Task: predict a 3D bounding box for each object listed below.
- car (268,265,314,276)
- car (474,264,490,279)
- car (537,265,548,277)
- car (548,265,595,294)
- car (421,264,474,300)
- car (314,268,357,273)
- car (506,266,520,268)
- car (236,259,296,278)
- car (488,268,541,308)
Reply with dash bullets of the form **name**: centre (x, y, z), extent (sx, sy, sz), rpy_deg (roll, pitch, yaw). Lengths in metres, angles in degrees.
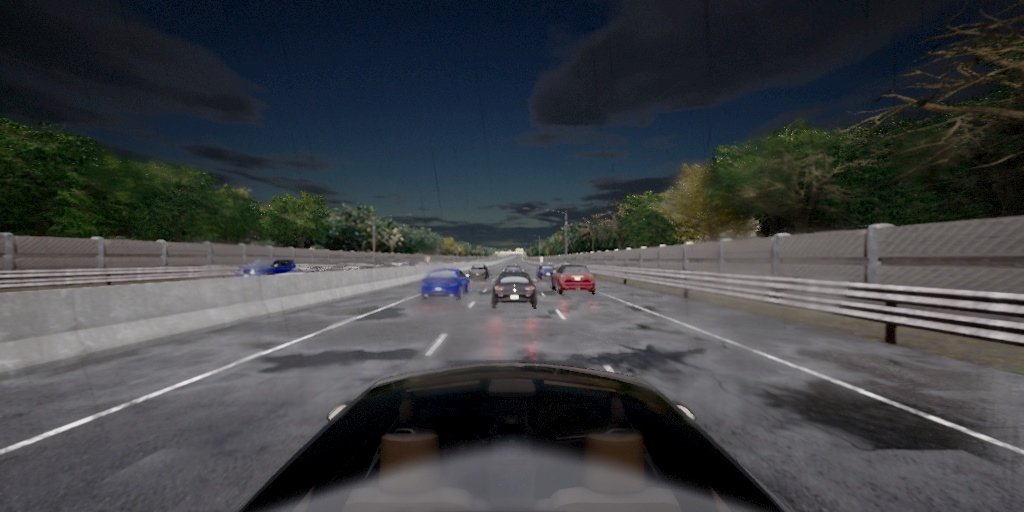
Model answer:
- **car**: centre (-17.574, 1.633, 29.878), extent (1.895, 1.301, 4.718), rpy_deg (0, -1, 0)
- **car**: centre (-3.368, 1.603, 37.355), extent (2.128, 1.511, 4.902), rpy_deg (0, 0, 0)
- **car**: centre (3.634, 1.642, 37.991), extent (1.812, 1.442, 4.674), rpy_deg (0, 0, 0)
- **car**: centre (3.616, 1.304, 21.898), extent (2.097, 1.767, 4.553), rpy_deg (0, 0, 0)
- **car**: centre (-3.391, 1.399, 18.992), extent (1.882, 1.535, 5.008), rpy_deg (0, -1, 0)
- **car**: centre (-14.074, 1.633, 29.882), extent (1.895, 1.301, 4.718), rpy_deg (0, -1, 0)
- **car**: centre (0.129, 1.624, 34.150), extent (2.033, 1.411, 5.357), rpy_deg (0, -1, 0)
- **car**: centre (-21.071, 1.267, 31.213), extent (2.150, 2.045, 5.566), rpy_deg (0, -1, 0)
- **car**: centre (0.103, 1.416, 15.827), extent (1.812, 1.442, 4.674), rpy_deg (0, -1, 0)
